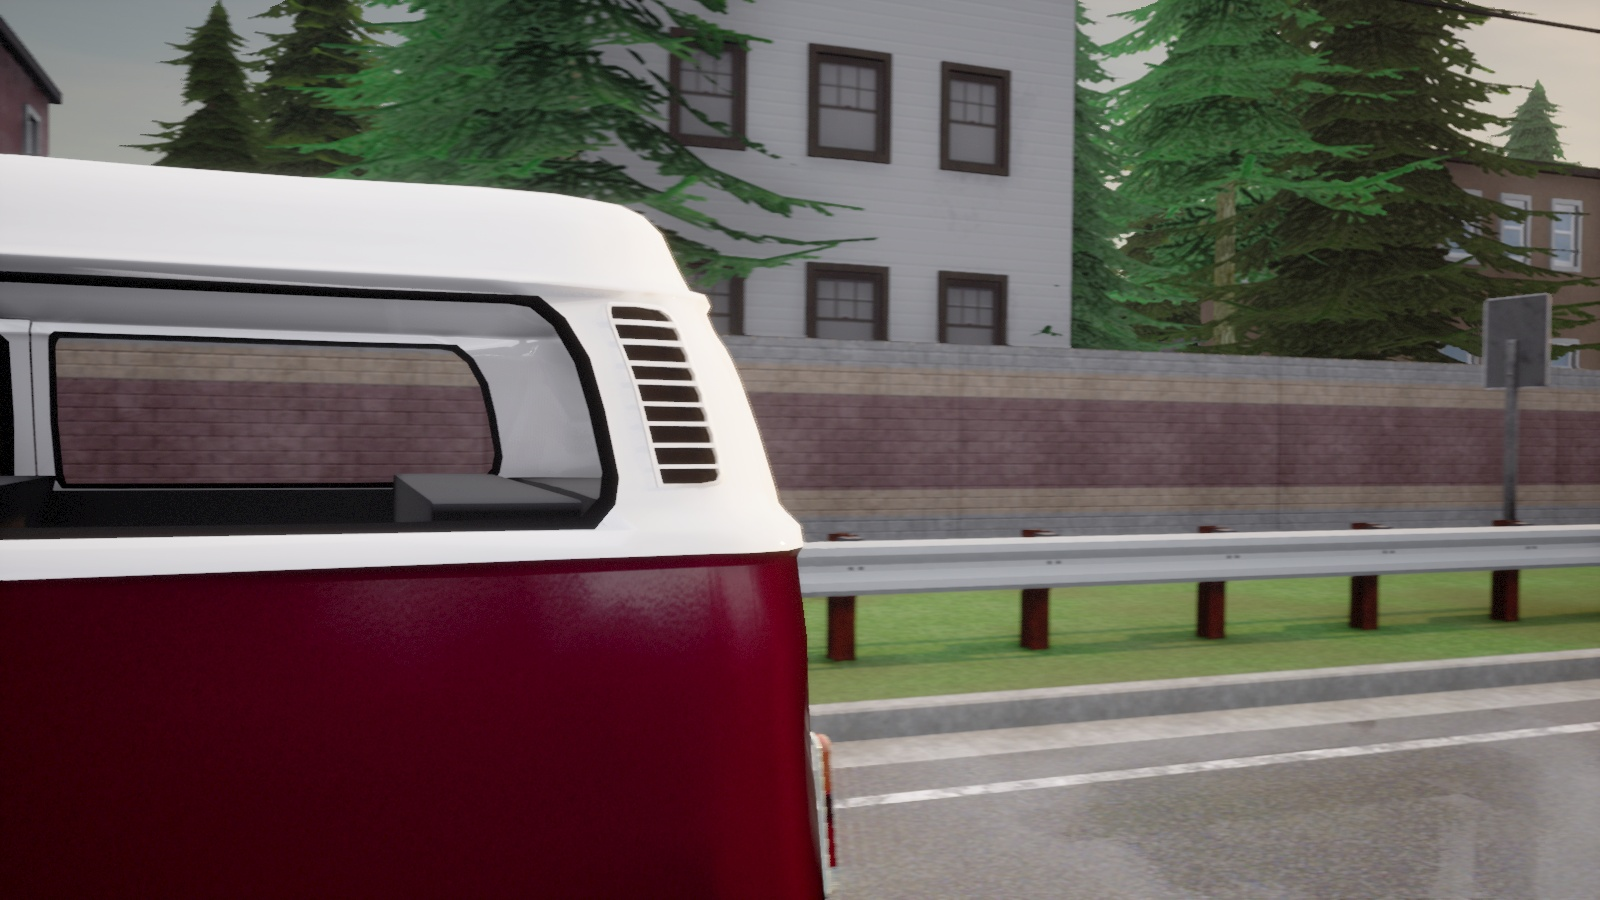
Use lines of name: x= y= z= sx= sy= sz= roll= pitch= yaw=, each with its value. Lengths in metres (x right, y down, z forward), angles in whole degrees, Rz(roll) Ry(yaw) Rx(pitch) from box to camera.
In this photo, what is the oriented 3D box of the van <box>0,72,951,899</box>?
van: x=-2.195 y=0.506 z=2.402 sx=4.480 sy=2.038 sz=2.069 roll=-1 pitch=1 yaw=-21
